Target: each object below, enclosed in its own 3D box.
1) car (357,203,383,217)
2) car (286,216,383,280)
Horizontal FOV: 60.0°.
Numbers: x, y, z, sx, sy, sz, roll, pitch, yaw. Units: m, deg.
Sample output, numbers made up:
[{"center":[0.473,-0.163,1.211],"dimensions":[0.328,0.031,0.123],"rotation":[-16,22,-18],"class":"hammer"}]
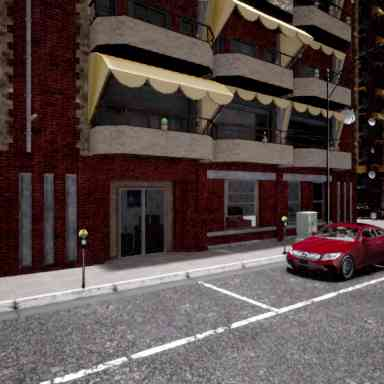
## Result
[{"center":[16.329,1.796,31.914],"dimensions":[1.837,1.490,4.892],"rotation":[0,-1,-36],"class":"car"},{"center":[4.631,1.582,9.914],"dimensions":[4.206,1.307,1.802],"rotation":[0,0,-35],"class":"car"}]
